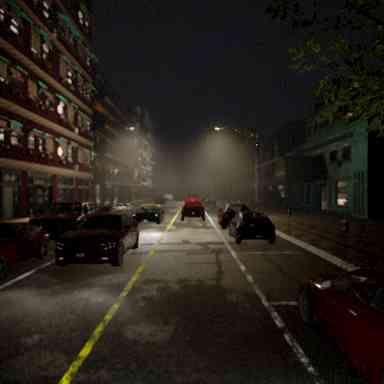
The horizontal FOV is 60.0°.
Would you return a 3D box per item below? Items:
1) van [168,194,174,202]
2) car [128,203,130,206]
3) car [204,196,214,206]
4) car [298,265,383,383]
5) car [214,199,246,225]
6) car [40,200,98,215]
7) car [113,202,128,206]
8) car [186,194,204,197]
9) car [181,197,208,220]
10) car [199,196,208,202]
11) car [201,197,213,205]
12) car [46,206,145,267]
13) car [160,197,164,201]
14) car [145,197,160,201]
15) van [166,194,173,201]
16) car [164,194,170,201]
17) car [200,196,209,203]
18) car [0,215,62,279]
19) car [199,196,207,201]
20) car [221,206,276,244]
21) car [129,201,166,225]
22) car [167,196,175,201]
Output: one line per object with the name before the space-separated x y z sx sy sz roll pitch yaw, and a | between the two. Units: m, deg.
van | -5.679 1.393 78.254 1.690 1.788 3.998 0 0 0
car | -5.687 1.549 26.982 2.008 1.369 4.403 0 0 0
car | 2.698 1.562 49.766 2.008 1.369 4.403 0 0 0
car | 2.689 1.580 4.192 1.802 1.307 4.206 0 0 0
car | 2.692 1.436 21.282 1.967 1.590 4.097 0 0 0
car | -5.690 1.310 15.589 2.192 1.841 5.009 0 0 0
car | -5.688 1.562 21.286 1.947 1.339 4.313 0 0 0
car | 0.108 1.230 45.744 2.150 2.045 5.566 0 0 0
car | 0.096 1.476 28.210 1.882 1.535 5.008 0 0 0
car | 2.702 1.596 78.249 1.887 1.381 4.507 0 0 0
car | 2.699 1.568 61.158 1.887 1.381 4.507 0 0 0
car | -3.058 1.473 11.640 1.882 1.535 5.008 0 0 0
car | -5.683 1.556 49.770 1.887 1.381 4.507 0 0 0
car | -5.685 1.533 43.903 1.752 1.417 4.829 0 0 0
van | -5.678 1.404 83.951 1.690 1.788 3.998 0 0 0
car | -5.681 1.590 61.162 1.947 1.339 4.313 0 0 0
car | 2.701 1.623 72.552 1.802 1.307 4.206 0 0 0
car | -5.690 1.578 9.892 1.802 1.307 4.206 0 0 0
car | 2.704 1.628 83.946 1.947 1.339 4.313 0 0 0
car | 2.692 1.546 15.585 2.008 1.369 4.403 0 0 0
car | -3.061 1.598 24.188 1.895 1.301 4.718 0 0 0
car | -5.676 1.656 89.648 1.802 1.307 4.206 0 0 0
